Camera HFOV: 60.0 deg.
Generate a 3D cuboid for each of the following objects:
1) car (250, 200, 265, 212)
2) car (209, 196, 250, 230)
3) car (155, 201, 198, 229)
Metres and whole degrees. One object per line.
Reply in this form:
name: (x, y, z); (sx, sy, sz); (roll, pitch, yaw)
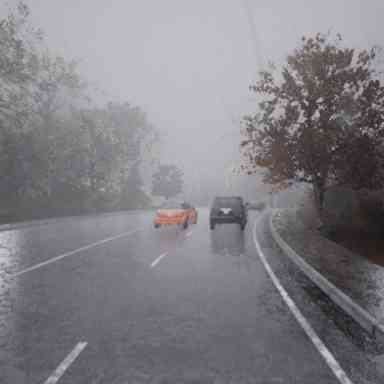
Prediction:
car: (7.562, 1.647, 39.535); (1.895, 1.301, 4.718); (-1, -1, 20)
car: (2.471, 1.250, 21.696); (2.150, 2.045, 5.566); (-1, 0, 11)
car: (-0.946, 1.410, 22.299); (2.097, 1.767, 4.553); (-1, 0, 11)
